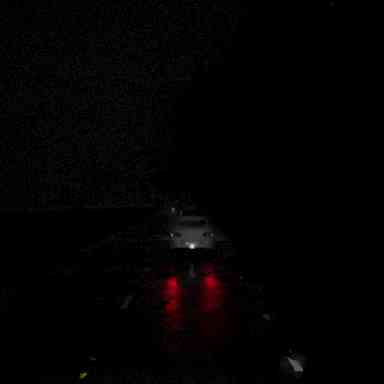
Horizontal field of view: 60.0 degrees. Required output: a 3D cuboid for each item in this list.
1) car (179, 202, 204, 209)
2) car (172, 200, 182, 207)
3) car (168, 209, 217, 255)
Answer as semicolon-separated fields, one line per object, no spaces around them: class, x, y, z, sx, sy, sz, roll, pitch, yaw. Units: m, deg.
car;0.034;1.821;28.910;1.812;1.442;4.674;0;0;1
car;-2.742;2.221;64.260;1.812;1.442;4.674;0;-1;0
car;0.027;1.667;13.907;1.812;1.442;4.674;0;0;1
